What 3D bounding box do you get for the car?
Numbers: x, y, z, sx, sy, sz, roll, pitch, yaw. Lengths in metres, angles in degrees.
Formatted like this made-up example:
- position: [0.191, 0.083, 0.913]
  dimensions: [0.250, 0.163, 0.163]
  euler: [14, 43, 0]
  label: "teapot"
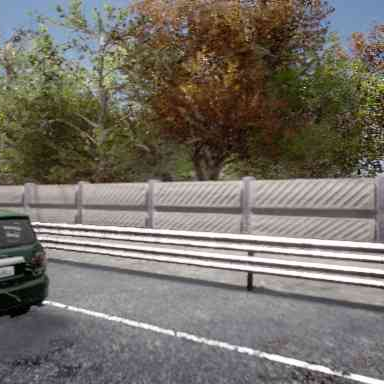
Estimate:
- position: [-5.210, 1.336, 6.433]
  dimensions: [5.566, 2.045, 2.150]
  euler: [0, -2, 30]
  label: "car"
